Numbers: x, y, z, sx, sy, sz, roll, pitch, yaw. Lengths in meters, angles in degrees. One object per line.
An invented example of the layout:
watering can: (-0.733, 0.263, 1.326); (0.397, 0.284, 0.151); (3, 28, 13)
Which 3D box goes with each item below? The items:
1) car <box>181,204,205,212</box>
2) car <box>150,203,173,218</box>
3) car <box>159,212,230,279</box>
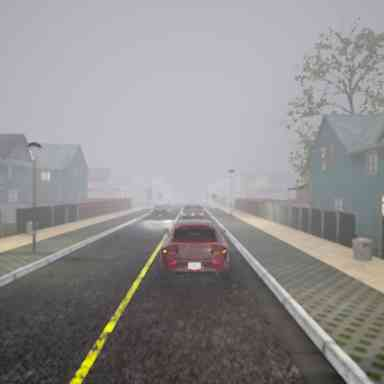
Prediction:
car: (0.078, 1.685, 26.496); (2.033, 1.411, 5.357); (0, 0, 0)
car: (-2.850, 1.781, 32.038); (1.895, 1.301, 4.718); (0, 0, 0)
car: (0.073, 1.557, 10.041); (1.812, 1.442, 4.674); (0, 0, 0)
